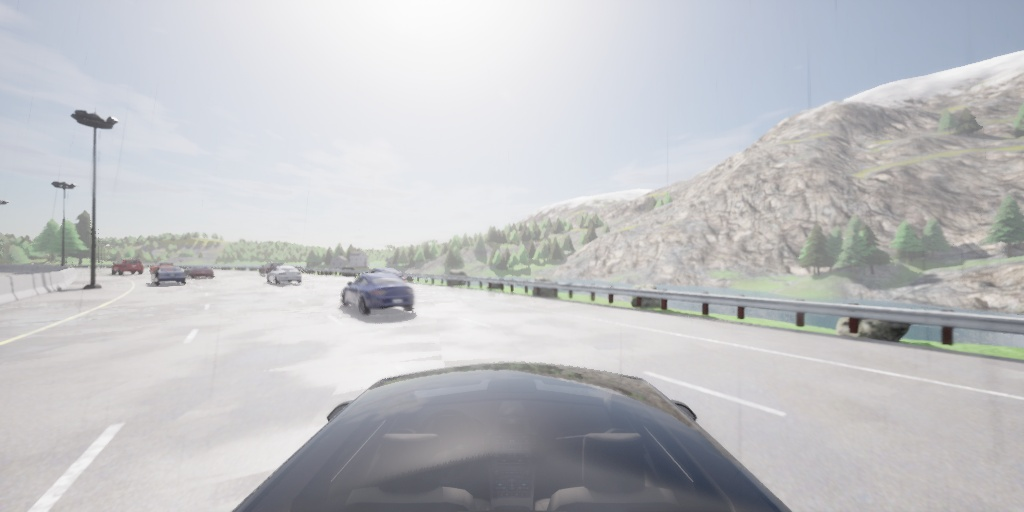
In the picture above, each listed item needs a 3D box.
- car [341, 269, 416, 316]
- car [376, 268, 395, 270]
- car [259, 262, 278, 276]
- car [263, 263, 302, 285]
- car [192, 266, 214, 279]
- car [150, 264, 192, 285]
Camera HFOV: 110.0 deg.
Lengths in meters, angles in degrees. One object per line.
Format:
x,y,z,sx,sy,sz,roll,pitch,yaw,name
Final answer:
-5.368,1.417,14.245,1.812,1.442,4.674,1,-1,-38,car
-8.577,1.526,23.807,1.812,1.442,4.674,1,-1,-41,car
-29.842,1.587,44.804,4.553,1.767,2.097,0,-1,40,car
-19.222,1.596,30.306,1.812,1.442,4.674,1,-1,-45,car
-34.506,1.735,39.554,4.181,1.385,1.994,-1,-1,39,car
-28.839,1.612,30.086,5.357,1.411,2.033,-1,-1,41,car
